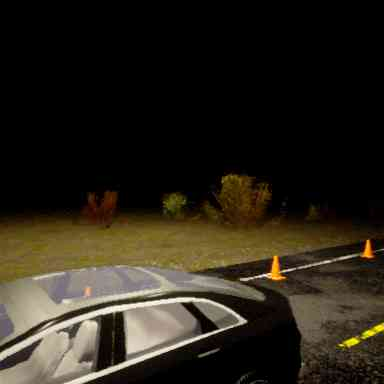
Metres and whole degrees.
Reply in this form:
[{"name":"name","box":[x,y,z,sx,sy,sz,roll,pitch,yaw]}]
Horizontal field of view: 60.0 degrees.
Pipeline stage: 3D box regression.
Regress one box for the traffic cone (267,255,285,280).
[{"name":"traffic cone","box":[2.205,1.968,8.750,0.340,0.580,0.340,0,0,-36]}]

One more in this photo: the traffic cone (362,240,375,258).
[{"name":"traffic cone","box":[6.208,1.973,11.705,0.340,0.580,0.340,0,0,-37]}]

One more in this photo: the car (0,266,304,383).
[{"name":"car","box":[-1.140,1.494,2.704,4.902,1.511,2.128,0,0,-36]}]
